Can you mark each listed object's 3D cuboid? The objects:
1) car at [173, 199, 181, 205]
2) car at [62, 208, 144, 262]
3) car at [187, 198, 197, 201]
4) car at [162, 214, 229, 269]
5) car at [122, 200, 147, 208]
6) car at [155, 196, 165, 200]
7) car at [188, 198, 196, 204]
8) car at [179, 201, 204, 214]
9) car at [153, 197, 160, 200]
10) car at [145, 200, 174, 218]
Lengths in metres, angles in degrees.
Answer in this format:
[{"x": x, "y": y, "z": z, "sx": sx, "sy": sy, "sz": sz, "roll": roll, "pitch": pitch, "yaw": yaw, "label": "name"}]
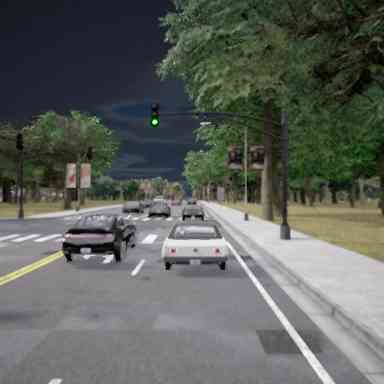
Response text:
[{"x": -3.271, "y": 2.145, "z": 68.149, "sx": 1.994, "sy": 1.385, "sz": 4.181, "roll": 0, "pitch": -1, "yaw": 0, "label": "car"}, {"x": -3.206, "y": 1.549, "z": 12.362, "sx": 2.128, "sy": 1.511, "sz": 4.902, "roll": 0, "pitch": 0, "yaw": -1, "label": "car"}, {"x": -0.021, "y": 1.937, "z": 68.090, "sx": 2.097, "sy": 1.767, "sz": 4.553, "roll": 0, "pitch": -1, "yaw": 0, "label": "car"}, {"x": 0.096, "y": 1.653, "z": 11.362, "sx": 1.895, "sy": 1.301, "sz": 4.718, "roll": 0, "pitch": 0, "yaw": 0, "label": "car"}, {"x": -6.604, "y": 1.734, "z": 37.694, "sx": 1.882, "sy": 1.535, "sz": 5.008, "roll": 0, "pitch": 0, "yaw": 0, "label": "car"}, {"x": -6.526, "y": 1.793, "z": 67.051, "sx": 2.150, "sy": 2.045, "sz": 5.566, "roll": 0, "pitch": 0, "yaw": 0, "label": "car"}, {"x": -0.024, "y": 2.112, "z": 78.159, "sx": 1.994, "sy": 1.385, "sz": 4.181, "roll": 0, "pitch": -1, "yaw": 0, "label": "car"}, {"x": 0.090, "y": 1.784, "z": 29.792, "sx": 1.895, "sy": 1.301, "sz": 4.718, "roll": 0, "pitch": 0, "yaw": 0, "label": "car"}, {"x": -6.591, "y": 1.958, "z": 51.691, "sx": 1.994, "sy": 1.385, "sz": 4.181, "roll": 0, "pitch": -1, "yaw": 0, "label": "car"}, {"x": -3.160, "y": 1.778, "z": 33.240, "sx": 1.994, "sy": 1.385, "sz": 4.181, "roll": 0, "pitch": -1, "yaw": 0, "label": "car"}]
